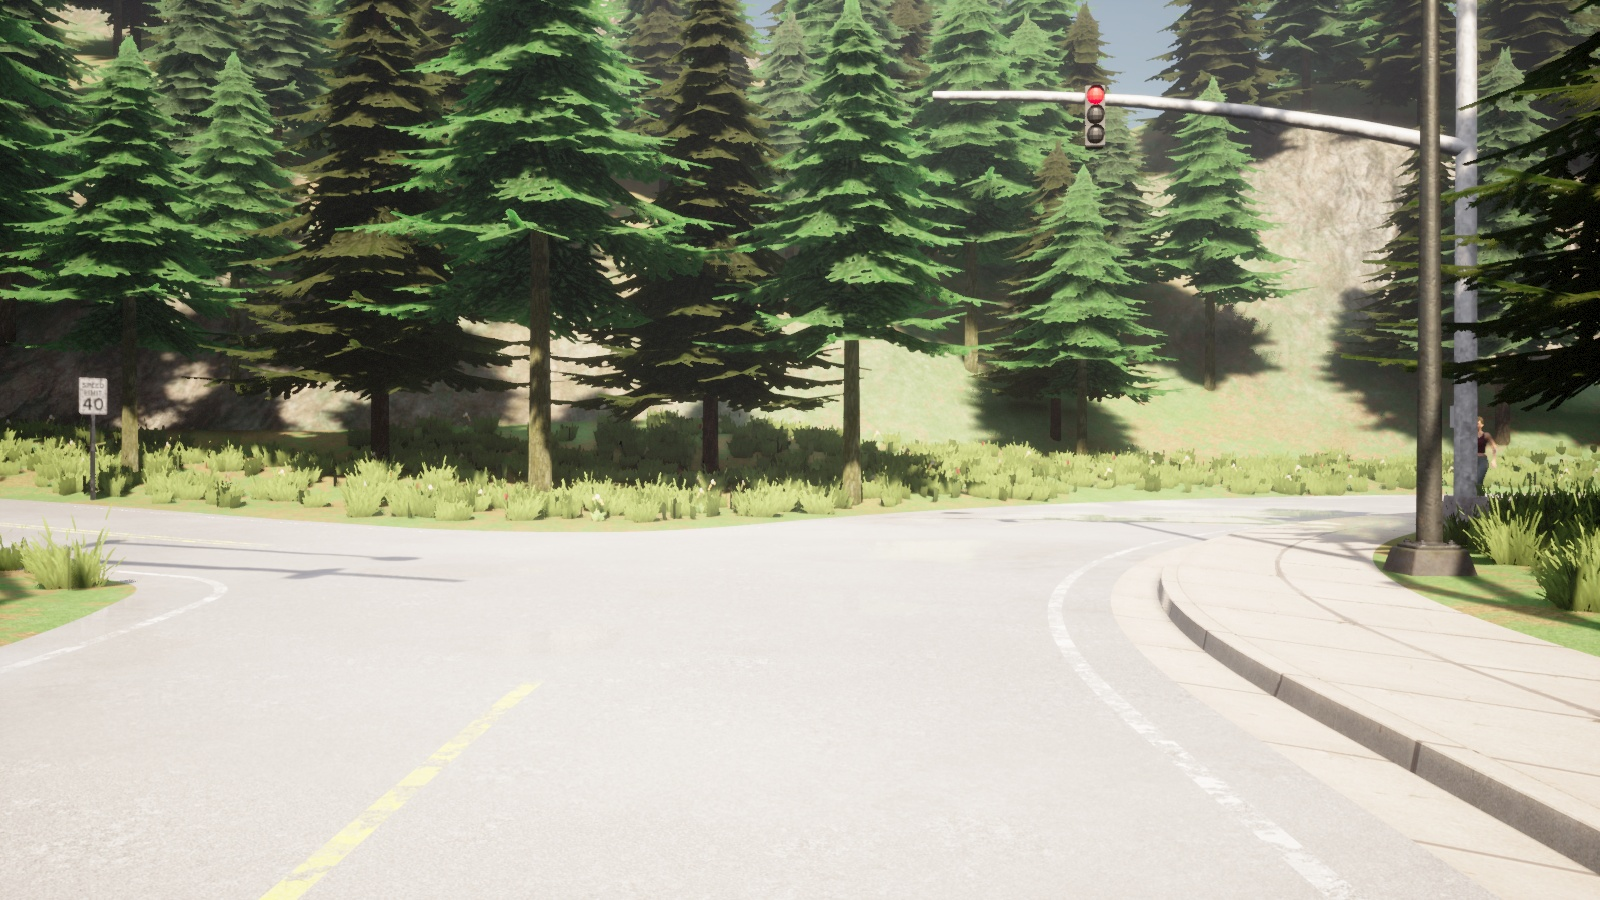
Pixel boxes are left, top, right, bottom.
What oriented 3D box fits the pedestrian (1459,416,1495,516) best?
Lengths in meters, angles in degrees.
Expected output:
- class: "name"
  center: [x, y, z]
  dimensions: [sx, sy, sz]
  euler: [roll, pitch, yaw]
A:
- class: "pedestrian"
  center: [12.575, 0.287, 23.310]
  dimensions: [0.594, 1.836, 0.345]
  euler: [0, 0, -34]
